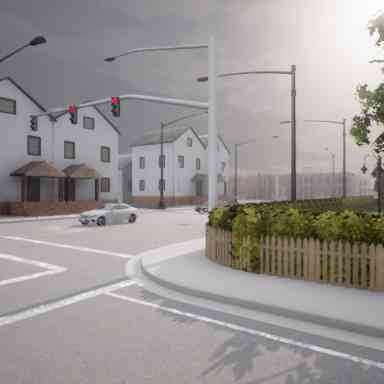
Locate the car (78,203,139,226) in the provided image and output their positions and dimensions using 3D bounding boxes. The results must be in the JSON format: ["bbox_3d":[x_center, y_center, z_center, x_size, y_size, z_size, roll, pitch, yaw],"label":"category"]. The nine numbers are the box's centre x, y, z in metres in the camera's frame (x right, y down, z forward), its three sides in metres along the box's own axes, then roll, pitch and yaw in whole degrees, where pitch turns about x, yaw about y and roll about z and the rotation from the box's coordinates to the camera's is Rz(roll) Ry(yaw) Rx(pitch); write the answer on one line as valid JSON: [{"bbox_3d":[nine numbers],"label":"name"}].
[{"bbox_3d":[-5.729,1.522,23.473,1.812,1.442,4.674,0,0,35],"label":"car"}]

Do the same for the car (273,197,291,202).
[{"bbox_3d":[14.142,1.493,52.070,2.128,1.511,4.902,0,0,35],"label":"car"}]

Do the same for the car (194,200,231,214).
[{"bbox_3d":[2.409,1.544,35.256,2.033,1.411,5.357,0,0,35],"label":"car"}]
